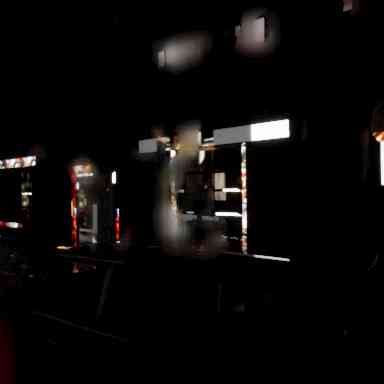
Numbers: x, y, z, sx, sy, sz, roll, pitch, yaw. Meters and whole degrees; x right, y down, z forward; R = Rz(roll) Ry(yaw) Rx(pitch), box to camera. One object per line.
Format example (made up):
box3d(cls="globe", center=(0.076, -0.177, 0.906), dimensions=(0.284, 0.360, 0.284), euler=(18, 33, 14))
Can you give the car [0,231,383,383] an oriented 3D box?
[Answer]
box3d(cls="car", center=(-0.340, 1.315, 3.131), dimensions=(5.009, 1.841, 2.192), euler=(0, -1, 35))
